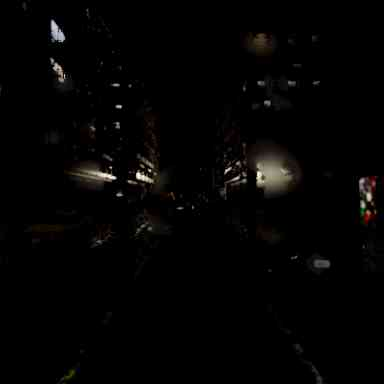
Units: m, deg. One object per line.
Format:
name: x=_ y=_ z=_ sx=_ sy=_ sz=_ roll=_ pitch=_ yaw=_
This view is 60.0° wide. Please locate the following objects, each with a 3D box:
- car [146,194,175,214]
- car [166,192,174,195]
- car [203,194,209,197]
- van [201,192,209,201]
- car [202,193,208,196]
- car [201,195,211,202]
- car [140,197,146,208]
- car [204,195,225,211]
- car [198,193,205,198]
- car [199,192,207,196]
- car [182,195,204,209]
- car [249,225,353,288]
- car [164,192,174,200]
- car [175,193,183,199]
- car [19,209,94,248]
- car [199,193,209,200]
car: x=-3.073 y=1.298 z=33.133 sx=1.882 sy=1.535 sz=5.008 roll=0 pitch=0 yaw=0
car: x=-5.629 y=1.166 z=71.590 sx=2.008 sy=1.369 sz=4.403 roll=1 pitch=0 yaw=0
car: x=2.732 y=1.333 z=43.165 sx=1.947 sy=1.339 sz=4.313 roll=1 pitch=0 yaw=0
van: x=2.755 y=0.956 z=71.646 sx=1.690 sy=1.788 sz=3.998 roll=1 pitch=0 yaw=0
car: x=2.736 y=1.302 z=48.861 sx=1.947 sy=1.339 sz=4.313 roll=1 pitch=0 yaw=0
car: x=2.747 y=1.227 z=65.950 sx=1.802 sy=1.307 sz=4.206 roll=1 pitch=0 yaw=0
car: x=-5.648 y=1.333 z=43.108 sx=1.947 sy=1.339 sz=4.313 roll=1 pitch=0 yaw=0
car: x=2.729 y=1.342 z=37.469 sx=1.887 sy=1.381 sz=4.507 roll=1 pitch=0 yaw=0
car: x=2.766 y=1.076 z=94.432 sx=1.802 sy=1.307 sz=4.206 roll=1 pitch=0 yaw=0
car: x=2.744 y=1.226 z=60.254 sx=2.008 sy=1.369 sz=4.403 roll=1 pitch=0 yaw=0
car: x=0.123 y=1.384 z=40.025 sx=1.895 sy=1.301 sz=4.718 roll=0 pitch=0 yaw=0
car: x=2.710 y=1.516 z=8.987 sx=1.947 sy=1.339 sz=4.313 roll=1 pitch=0 yaw=0
car: x=-5.617 y=0.870 z=82.982 sx=2.192 sy=1.841 sz=5.009 roll=1 pitch=0 yaw=0
car: x=-2.951 y=0.925 z=74.269 sx=1.837 sy=1.490 sz=4.892 roll=0 pitch=0 yaw=0
car: x=-5.667 y=1.447 z=14.457 sx=1.752 sy=1.417 sz=4.829 roll=1 pitch=0 yaw=0
car: x=2.757 y=1.025 z=77.342 sx=1.967 sy=1.590 sz=4.097 roll=1 pitch=0 yaw=0
